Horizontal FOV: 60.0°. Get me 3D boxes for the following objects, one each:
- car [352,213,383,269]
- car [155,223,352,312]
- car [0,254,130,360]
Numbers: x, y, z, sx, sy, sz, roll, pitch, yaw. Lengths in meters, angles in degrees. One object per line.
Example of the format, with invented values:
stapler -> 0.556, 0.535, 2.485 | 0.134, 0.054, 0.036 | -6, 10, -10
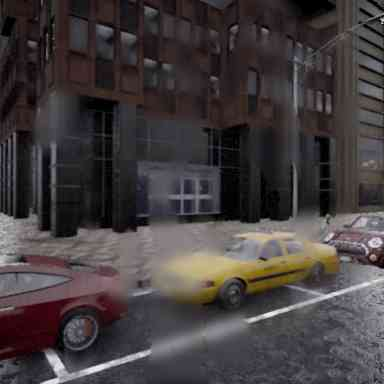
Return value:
car -> 6.187, 1.458, 11.063 | 4.097, 1.590, 1.967 | 0, 0, -36
car -> 1.489, 1.534, 7.710 | 4.829, 1.417, 1.752 | 0, 0, -36
car -> -2.932, 1.582, 4.554 | 4.206, 1.307, 1.802 | 0, 0, -36
